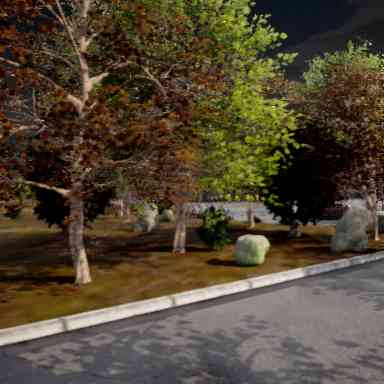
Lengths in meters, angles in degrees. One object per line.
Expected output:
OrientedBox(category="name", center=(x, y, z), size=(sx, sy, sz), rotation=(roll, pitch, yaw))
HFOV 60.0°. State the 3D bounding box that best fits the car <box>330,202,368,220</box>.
OrientedBox(category="car", center=(10.185, 1.361, 22.931), size=(4.674, 1.442, 1.812), rotation=(-1, 2, 37))
